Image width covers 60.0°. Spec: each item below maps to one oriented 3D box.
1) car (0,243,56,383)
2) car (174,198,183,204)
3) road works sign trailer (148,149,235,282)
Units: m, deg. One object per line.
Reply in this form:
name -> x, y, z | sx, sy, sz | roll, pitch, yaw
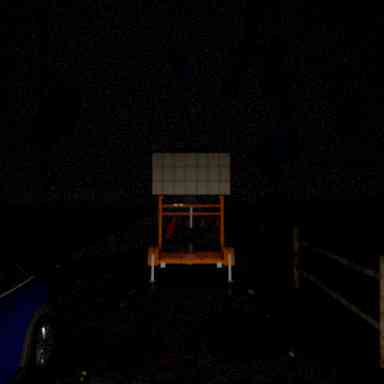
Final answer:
car -> -2.857, 1.367, 2.517 | 2.097, 1.767, 4.553 | 0, 0, 0
car -> -2.926, 2.011, 74.523 | 2.033, 1.411, 5.357 | 0, 0, 0
road works sign trailer -> -0.023, 0.524, 9.946 | 2.380, 3.560, 2.880 | 0, 0, 0
